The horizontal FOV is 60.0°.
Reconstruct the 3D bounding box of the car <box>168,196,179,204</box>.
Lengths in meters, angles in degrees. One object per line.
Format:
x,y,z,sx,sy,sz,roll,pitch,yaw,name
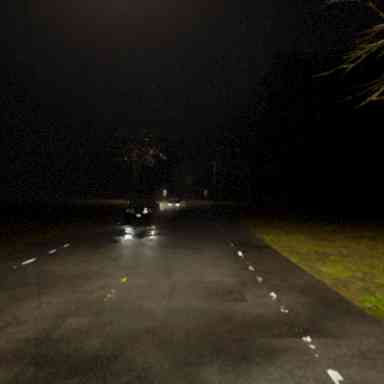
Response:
-3.546,1.604,65.866,1.812,1.442,4.674,0,0,0,car

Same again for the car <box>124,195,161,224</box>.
-3.603,1.217,25.068,2.150,2.045,5.566,0,0,0,car

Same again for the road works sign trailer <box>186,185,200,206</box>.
0.131,0.518,57.337,2.380,3.560,2.880,0,0,-5,road works sign trailer
